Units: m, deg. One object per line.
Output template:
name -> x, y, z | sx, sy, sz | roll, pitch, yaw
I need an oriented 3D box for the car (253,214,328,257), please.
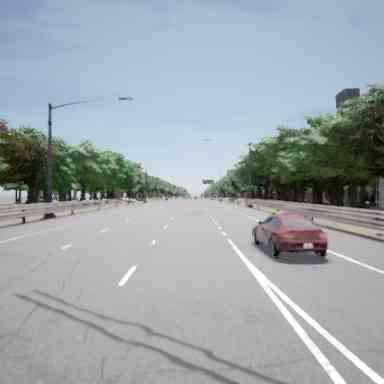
car -> 3.637, 1.554, 12.871 | 1.812, 1.442, 4.674 | 0, 0, -2
